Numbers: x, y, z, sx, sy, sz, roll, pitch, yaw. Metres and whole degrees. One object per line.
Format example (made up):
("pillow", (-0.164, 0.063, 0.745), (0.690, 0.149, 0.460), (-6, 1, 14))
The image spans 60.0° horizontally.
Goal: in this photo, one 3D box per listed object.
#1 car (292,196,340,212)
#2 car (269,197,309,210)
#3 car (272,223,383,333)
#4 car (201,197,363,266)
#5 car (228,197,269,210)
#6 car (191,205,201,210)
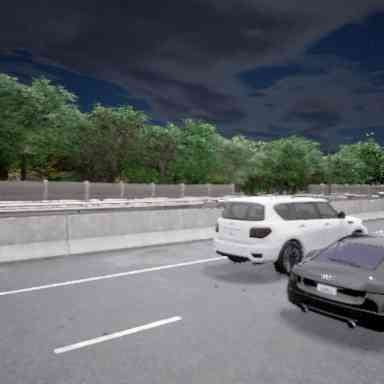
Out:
("car", (13.111, 1.242, 34.998), (5.357, 1.411, 2.033), (-1, 0, -36))
("car", (11.077, 1.298, 37.843), (4.718, 1.301, 1.895), (-1, 0, -36))
("car", (3.783, 1.508, 6.490), (4.181, 1.385, 1.994), (-1, 0, -36))
("car", (3.228, 1.153, 10.402), (5.566, 2.045, 2.150), (-1, 0, -36))
("car", (6.625, 1.336, 38.952), (4.718, 1.301, 1.895), (-1, 0, -36))
("car", (1.519, 1.388, 22.350), (4.892, 1.490, 1.837), (-1, 0, -36))
